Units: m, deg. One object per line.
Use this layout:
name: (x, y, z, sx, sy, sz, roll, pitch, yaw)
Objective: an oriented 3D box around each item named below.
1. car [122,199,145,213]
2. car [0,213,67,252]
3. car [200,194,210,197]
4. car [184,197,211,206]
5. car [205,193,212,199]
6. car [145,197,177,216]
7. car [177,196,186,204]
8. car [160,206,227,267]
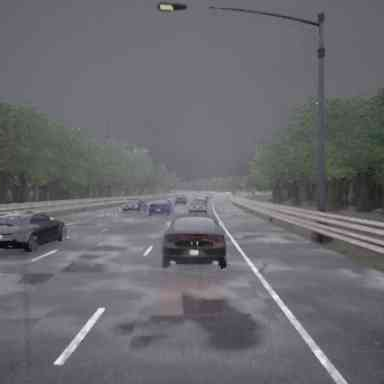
car: (-6.229, 1.463, 36.540, 2.033, 1.411, 5.357, 0, 0, 2)
car: (-6.777, 1.532, 13.697, 1.994, 1.385, 4.181, 0, 0, 1)
car: (1.408, 1.416, 51.040, 1.812, 1.442, 4.674, 0, 0, 3)
car: (0.615, 1.486, 33.267, 2.033, 1.411, 5.357, 0, 0, 2)
car: (2.659, 1.291, 70.934, 1.882, 1.535, 5.008, 0, 0, 4)
car: (-2.859, 1.414, 31.717, 1.882, 1.535, 5.008, 0, 0, 2)
car: (-1.762, 1.372, 55.724, 1.837, 1.490, 4.892, 0, 0, 3)
car: (0.090, 1.462, 11.358, 1.882, 1.535, 5.008, 0, 0, 1)
